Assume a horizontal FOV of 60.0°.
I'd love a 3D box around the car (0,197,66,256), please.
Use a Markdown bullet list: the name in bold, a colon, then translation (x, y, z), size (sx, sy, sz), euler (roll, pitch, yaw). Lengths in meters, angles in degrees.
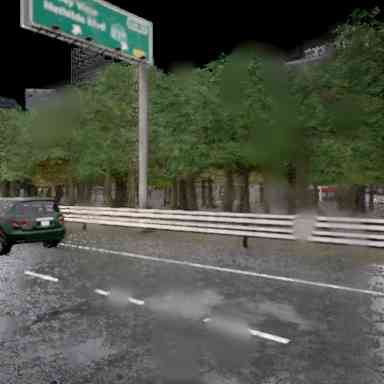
- **car**: translation (-7.445, 1.225, 13.480), size (5.566, 2.045, 2.150), euler (0, 0, 36)
